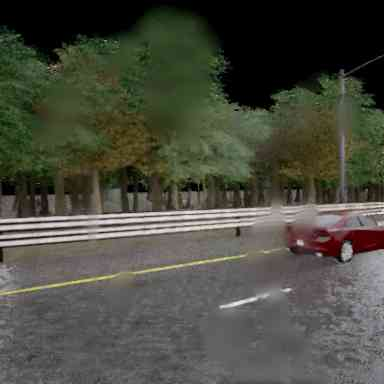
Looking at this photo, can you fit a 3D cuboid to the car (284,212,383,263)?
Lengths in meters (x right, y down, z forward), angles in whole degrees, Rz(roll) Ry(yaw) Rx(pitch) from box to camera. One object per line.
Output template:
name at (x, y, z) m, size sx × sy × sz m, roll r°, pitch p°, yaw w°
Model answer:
car at (5.431, 1.443, 11.894) m, size 5.008 × 1.535 × 1.882 m, roll 0°, pitch 0°, yaw -35°
